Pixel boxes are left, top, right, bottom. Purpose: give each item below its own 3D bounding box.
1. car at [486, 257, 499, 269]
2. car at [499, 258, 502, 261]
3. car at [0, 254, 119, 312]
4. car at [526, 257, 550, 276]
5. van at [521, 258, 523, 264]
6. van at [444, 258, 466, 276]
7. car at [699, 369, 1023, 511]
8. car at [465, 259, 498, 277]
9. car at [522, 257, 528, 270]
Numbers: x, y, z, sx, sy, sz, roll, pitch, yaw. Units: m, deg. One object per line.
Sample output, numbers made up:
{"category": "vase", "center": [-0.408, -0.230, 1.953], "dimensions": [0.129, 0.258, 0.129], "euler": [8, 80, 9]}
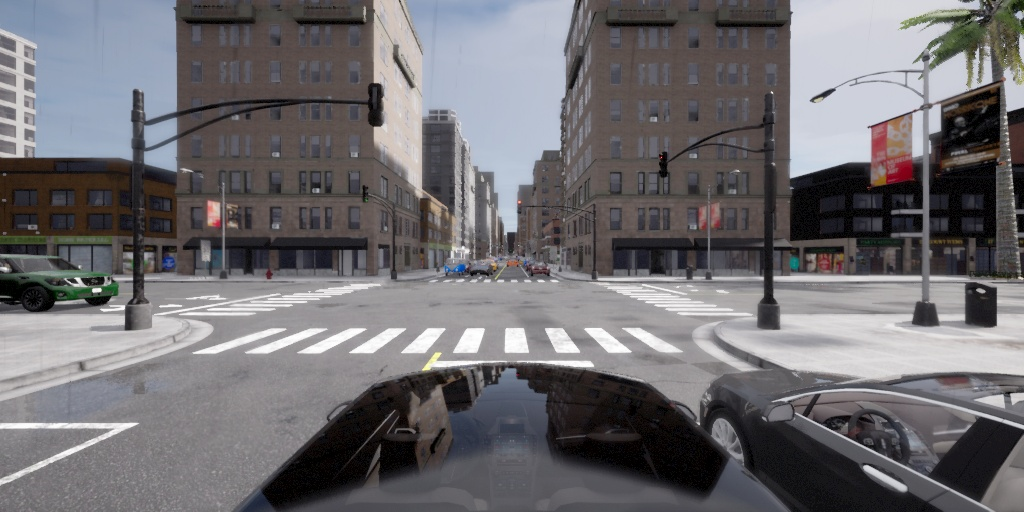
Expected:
{"category": "car", "center": [-3.003, 1.230, 46.337], "dimensions": [1.882, 1.535, 5.008], "euler": [0, 0, 0]}
{"category": "car", "center": [-2.971, 1.354, 56.256], "dimensions": [1.895, 1.301, 4.718], "euler": [0, 0, 0]}
{"category": "car", "center": [-18.522, 0.949, 13.593], "dimensions": [5.566, 2.045, 2.150], "euler": [0, 0, 0]}
{"category": "car", "center": [2.742, 1.192, 36.428], "dimensions": [1.967, 1.591, 4.097], "euler": [0, 0, 0]}
{"category": "van", "center": [2.796, 1.093, 59.105], "dimensions": [1.690, 1.789, 3.998], "euler": [0, 0, 0]}
{"category": "van", "center": [-5.784, 1.093, 36.446], "dimensions": [1.690, 1.789, 3.998], "euler": [0, 0, 0]}
{"category": "car", "center": [2.668, 1.300, 1.778], "dimensions": [2.007, 1.370, 4.403], "euler": [0, 0, 0]}
{"category": "car", "center": [-2.999, 1.299, 36.636], "dimensions": [2.033, 1.411, 5.357], "euler": [0, 0, 4]}
{"category": "car", "center": [2.769, 1.193, 47.766], "dimensions": [1.967, 1.591, 4.097], "euler": [0, 0, 0]}
